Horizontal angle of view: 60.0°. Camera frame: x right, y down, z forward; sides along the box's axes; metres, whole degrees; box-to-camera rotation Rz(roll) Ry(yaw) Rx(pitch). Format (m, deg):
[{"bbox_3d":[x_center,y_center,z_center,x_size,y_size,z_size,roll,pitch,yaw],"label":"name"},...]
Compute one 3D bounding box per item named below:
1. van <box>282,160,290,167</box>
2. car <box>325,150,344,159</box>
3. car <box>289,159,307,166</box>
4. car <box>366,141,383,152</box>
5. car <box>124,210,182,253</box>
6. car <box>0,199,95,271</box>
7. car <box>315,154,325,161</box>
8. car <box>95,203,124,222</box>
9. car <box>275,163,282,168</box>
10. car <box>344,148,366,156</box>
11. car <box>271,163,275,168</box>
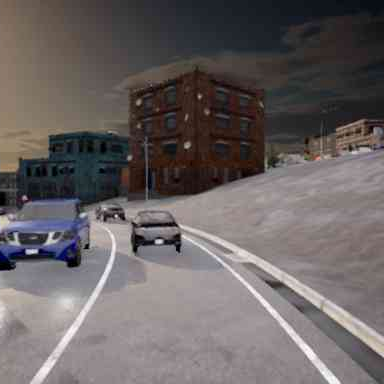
[{"bbox_3d":[20.975,-5.754,69.383,1.878,1.987,4.442,0,1,-1],"label":"van"},{"bbox_3d":[21.389,-5.147,47.459,2.185,1.767,4.553,0,1,-1],"label":"car"},{"bbox_3d":[21.076,-5.409,63.992,2.231,1.521,4.892,0,1,-1],"label":"car"},{"bbox_3d":[21.600,-4.869,36.295,2.185,1.767,4.553,0,1,-1],"label":"car"},{"bbox_3d":[-1.615,1.518,13.847,2.128,1.511,4.902,0,0,-11],"label":"car"},{"bbox_3d":[-4.823,1.263,11.590,2.150,2.045,5.566,0,0,-12],"label":"car"},{"bbox_3d":[21.285,-5.281,52.977,2.185,1.767,4.553,0,1,-1],"label":"car"},{"bbox_3d":[-7.305,1.771,29.345,1.837,1.490,4.892,-1,-1,-27],"label":"car"},{"bbox_3d":[20.869,-5.606,75.029,2.002,1.452,4.674,0,1,-1],"label":"car"},{"bbox_3d":[21.497,-4.840,41.790,2.002,1.452,4.674,0,1,-1],"label":"car"},{"bbox_3d":[20.765,-6.006,80.509,2.435,2.045,5.566,0,1,-1],"label":"car"}]
